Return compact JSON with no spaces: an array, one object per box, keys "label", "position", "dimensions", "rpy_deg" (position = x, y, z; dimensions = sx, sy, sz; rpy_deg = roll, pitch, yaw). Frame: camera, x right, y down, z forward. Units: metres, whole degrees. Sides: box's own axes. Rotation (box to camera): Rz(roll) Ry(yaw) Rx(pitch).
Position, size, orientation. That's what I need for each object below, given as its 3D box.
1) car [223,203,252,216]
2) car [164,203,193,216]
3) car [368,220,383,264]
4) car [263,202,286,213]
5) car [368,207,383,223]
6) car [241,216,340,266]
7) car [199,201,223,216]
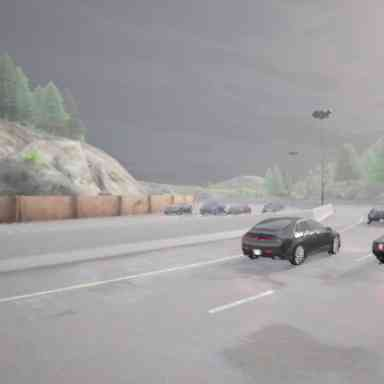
[{"label":"car","position":[5.564,1.994,38.200],"dimensions":[1.812,1.442,4.674],"rpy_deg":[-1,-1,27]},{"label":"car","position":[-1.506,2.058,39.799],"dimensions":[1.812,1.442,4.674],"rpy_deg":[-1,-1,29]},{"label":"car","position":[7.788,1.705,11.286],"dimensions":[1.895,1.301,4.718],"rpy_deg":[-1,-1,44]},{"label":"car","position":[9.516,1.937,38.347],"dimensions":[2.128,1.511,4.902],"rpy_deg":[-1,-1,26]},{"label":"car","position":[15.405,1.861,26.871],"dimensions":[1.895,1.301,4.718],"rpy_deg":[-1,-1,32]},{"label":"car","position":[3.777,1.647,12.228],"dimensions":[4.892,1.490,1.837],"rpy_deg":[0,0,-45]},{"label":"car","position":[2.607,1.863,40.120],"dimensions":[2.097,1.767,4.553],"rpy_deg":[-1,-1,26]}]
